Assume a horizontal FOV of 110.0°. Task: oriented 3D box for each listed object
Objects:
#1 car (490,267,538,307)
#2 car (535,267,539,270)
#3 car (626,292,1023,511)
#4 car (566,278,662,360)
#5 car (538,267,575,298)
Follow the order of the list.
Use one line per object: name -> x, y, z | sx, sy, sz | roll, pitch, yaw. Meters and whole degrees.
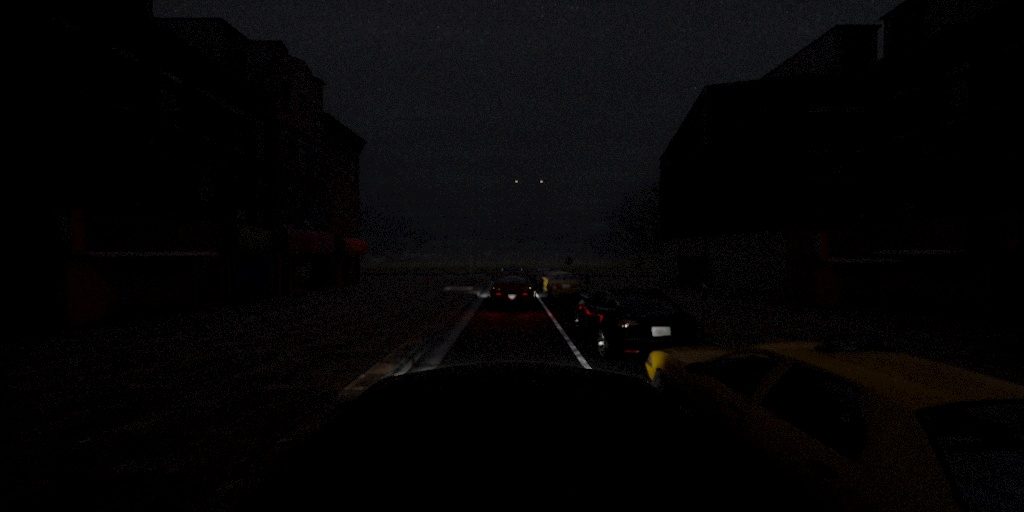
car -> 0.004, 1.410, 16.226 | 1.812, 1.442, 4.674 | 0, 0, 0
car -> 2.633, 1.548, 24.953 | 1.802, 1.307, 4.207 | 0, 0, 0
car -> 2.637, 1.286, 2.994 | 1.751, 1.417, 4.829 | 0, 0, 0
car -> 2.636, 1.377, 8.356 | 1.948, 1.339, 4.313 | 0, 0, 0
car -> 2.634, 1.440, 19.590 | 1.751, 1.417, 4.829 | 0, 0, 0
